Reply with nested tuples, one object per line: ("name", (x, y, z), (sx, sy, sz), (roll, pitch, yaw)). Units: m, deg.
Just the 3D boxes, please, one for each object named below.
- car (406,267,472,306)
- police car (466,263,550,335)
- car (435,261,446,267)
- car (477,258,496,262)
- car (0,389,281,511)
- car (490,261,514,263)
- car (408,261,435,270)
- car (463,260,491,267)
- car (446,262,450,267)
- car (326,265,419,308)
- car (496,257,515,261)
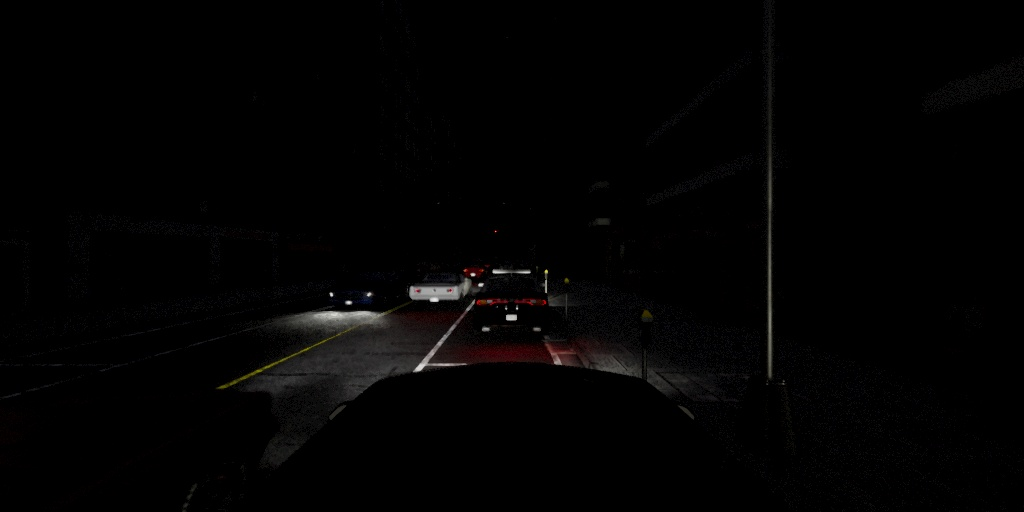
("car", (-2.919, 1.351, 15.715), (1.895, 1.301, 4.718), (0, 0, 0))
("police car", (-0.012, 1.175, 10.610), (1.930, 1.638, 5.238), (0, 0, 0))
("car", (-8.408, 1.275, 36.773), (1.751, 1.417, 4.829), (0, 0, 0))
("car", (-2.919, 1.254, 42.713), (1.837, 1.490, 4.892), (0, 0, 0))
("car", (-2.921, 1.351, 0.923), (1.895, 1.301, 4.718), (0, 0, 0))
("car", (-0.383, 1.300, 25.913), (2.007, 1.370, 4.403), (0, 0, 0))
("car", (-8.408, 1.190, 31.425), (1.967, 1.591, 4.097), (0, 0, 0))
("car", (-3.022, 1.276, 30.083), (1.812, 1.442, 4.674), (0, 0, 0))
("car", (-8.408, 1.300, 42.461), (2.007, 1.370, 4.403), (0, 0, 0))
("car", (-5.873, 1.297, 15.556), (2.033, 1.411, 5.357), (0, 0, 0))
("car", (-0.383, 1.190, 36.951), (1.967, 1.591, 4.097), (0, 0, 0))
